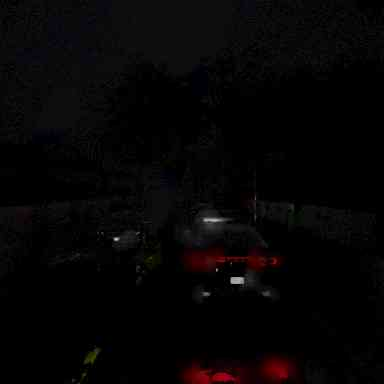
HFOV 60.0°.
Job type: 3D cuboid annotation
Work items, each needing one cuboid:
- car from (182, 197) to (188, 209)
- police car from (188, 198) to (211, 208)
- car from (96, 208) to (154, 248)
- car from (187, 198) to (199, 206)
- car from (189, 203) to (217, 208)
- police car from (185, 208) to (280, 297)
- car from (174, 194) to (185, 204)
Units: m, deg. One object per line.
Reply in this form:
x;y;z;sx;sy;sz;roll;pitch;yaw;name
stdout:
0.120;1.666;45.423;1.994;1.385;4.181;0;0;2;car
0.881;1.453;24.738;1.930;1.638;5.238;0;0;0;police car
-2.817;1.517;14.859;1.837;1.490;4.892;0;0;0;car
0.137;1.729;58.981;1.994;1.385;4.181;0;0;0;car
0.867;1.543;18.624;1.812;1.442;4.674;0;0;0;car
0.843;1.432;8.730;1.930;1.638;5.238;0;0;0;police car
-2.587;1.464;70.821;2.150;2.045;5.566;0;0;0;car
